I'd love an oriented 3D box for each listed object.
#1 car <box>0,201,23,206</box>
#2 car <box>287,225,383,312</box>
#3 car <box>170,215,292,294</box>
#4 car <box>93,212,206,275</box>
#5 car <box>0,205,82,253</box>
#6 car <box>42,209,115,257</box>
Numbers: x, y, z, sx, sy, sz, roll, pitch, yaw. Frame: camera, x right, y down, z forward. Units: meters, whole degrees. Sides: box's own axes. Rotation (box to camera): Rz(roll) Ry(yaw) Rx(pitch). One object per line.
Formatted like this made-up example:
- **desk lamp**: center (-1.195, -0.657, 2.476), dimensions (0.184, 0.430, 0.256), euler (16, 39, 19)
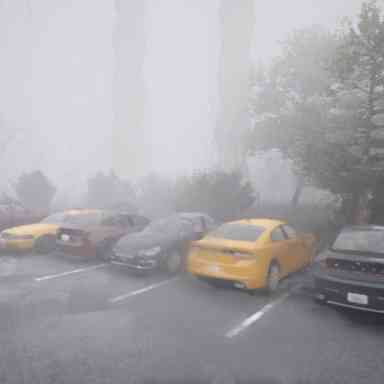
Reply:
- **car**: center (-9.341, 1.247, 17.006), dimensions (2.185, 1.767, 4.553), euler (1, 0, 36)
- **car**: center (4.115, 1.479, 7.421), dimensions (2.231, 1.521, 4.892), euler (0, 0, 36)
- **car**: center (1.874, 1.467, 9.023), dimensions (2.097, 1.535, 5.008), euler (0, 0, 36)
- **car**: center (-0.359, 1.454, 10.634), dimensions (2.231, 1.521, 4.892), euler (0, 0, 36)
- **car**: center (-4.954, 1.416, 13.682), dimensions (1.946, 1.575, 5.366), euler (1, 0, 36)
- **car**: center (-2.584, 1.469, 12.252), dimensions (2.163, 1.488, 4.792), euler (1, 0, 36)
